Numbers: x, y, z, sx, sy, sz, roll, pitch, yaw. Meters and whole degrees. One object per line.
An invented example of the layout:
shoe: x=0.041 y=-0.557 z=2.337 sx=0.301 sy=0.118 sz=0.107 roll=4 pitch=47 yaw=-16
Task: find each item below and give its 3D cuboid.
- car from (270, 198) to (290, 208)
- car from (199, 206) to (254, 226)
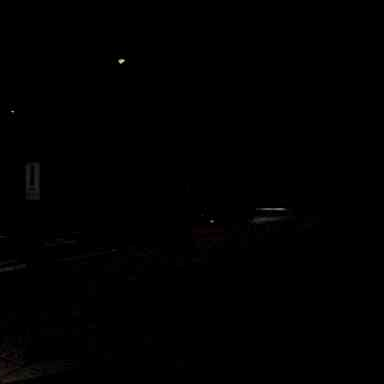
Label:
car: x=13.083 y=1.614 z=49.095 sx=1.812 sy=1.442 sz=4.674 roll=-1 pitch=-1 yaw=35
car: x=2.550 y=1.577 z=23.006 sx=1.895 sy=1.301 sz=4.718 roll=-1 pitch=0 yaw=35
